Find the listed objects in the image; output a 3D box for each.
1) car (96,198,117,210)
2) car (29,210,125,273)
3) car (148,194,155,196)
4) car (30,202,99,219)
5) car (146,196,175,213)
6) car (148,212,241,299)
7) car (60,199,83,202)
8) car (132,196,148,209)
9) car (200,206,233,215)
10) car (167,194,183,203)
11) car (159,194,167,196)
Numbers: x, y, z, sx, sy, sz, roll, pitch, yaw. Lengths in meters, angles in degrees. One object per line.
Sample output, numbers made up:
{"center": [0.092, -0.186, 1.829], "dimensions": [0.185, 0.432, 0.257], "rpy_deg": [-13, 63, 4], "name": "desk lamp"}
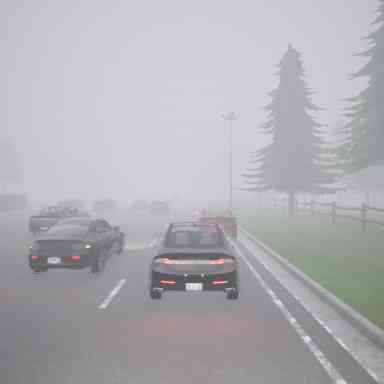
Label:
{"center": [-10.371, 1.477, 40.196], "dimensions": [1.882, 1.535, 5.008], "rpy_deg": [0, 0, 0], "name": "car"}
{"center": [-3.406, 1.526, 10.518], "dimensions": [1.812, 1.442, 4.674], "rpy_deg": [0, 0, 0], "name": "car"}
{"center": [-10.444, 1.553, 76.996], "dimensions": [1.994, 1.385, 4.181], "rpy_deg": [0, 0, 0], "name": "car"}
{"center": [-6.886, 1.491, 17.872], "dimensions": [2.128, 1.511, 4.902], "rpy_deg": [0, 0, 0], "name": "car"}
{"center": [-3.373, 1.491, 36.149], "dimensions": [2.128, 1.511, 4.902], "rpy_deg": [0, 0, 0], "name": "car"}
{"center": [0.058, 1.492, 8.408], "dimensions": [2.128, 1.511, 4.902], "rpy_deg": [0, 0, 0], "name": "car"}
{"center": [-13.873, 1.491, 38.348], "dimensions": [2.128, 1.511, 4.902], "rpy_deg": [0, 0, 0], "name": "car"}
{"center": [-6.868, 1.564, 44.883], "dimensions": [1.994, 1.385, 4.181], "rpy_deg": [0, 0, 0], "name": "car"}
{"center": [1.238, 1.478, 17.749], "dimensions": [1.882, 1.535, 5.008], "rpy_deg": [0, 0, 0], "name": "car"}
{"center": [-3.352, 1.351, 67.073], "dimensions": [2.097, 1.767, 4.553], "rpy_deg": [0, 0, 0], "name": "car"}
{"center": [-6.938, 1.540, 86.653], "dimensions": [2.033, 1.411, 5.357], "rpy_deg": [0, 0, 0], "name": "car"}
